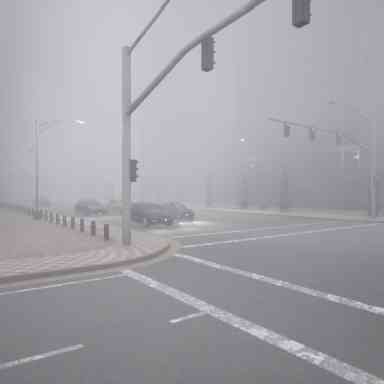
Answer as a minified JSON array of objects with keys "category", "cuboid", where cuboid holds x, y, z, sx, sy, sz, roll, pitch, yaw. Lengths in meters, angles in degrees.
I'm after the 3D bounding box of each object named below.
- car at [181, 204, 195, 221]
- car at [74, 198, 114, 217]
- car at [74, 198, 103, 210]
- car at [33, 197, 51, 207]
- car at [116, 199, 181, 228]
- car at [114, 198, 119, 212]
[{"category":"car","cuboid":[-1.547,1.509,26.091,1.994,1.385,4.181,0,0,-36]},{"category":"car","cuboid":[-9.598,1.491,31.398,2.033,1.411,5.357,0,0,-35]},{"category":"car","cuboid":[-13.534,1.492,43.161,2.033,1.411,5.357,0,0,-35]},{"category":"car","cuboid":[-22.669,1.426,50.260,1.882,1.535,5.008,0,0,-35]},{"category":"car","cuboid":[-3.018,1.449,22.142,1.837,1.490,4.892,0,0,-36]},{"category":"car","cuboid":[-7.208,1.422,34.090,1.882,1.535,5.008,0,0,-35]}]
